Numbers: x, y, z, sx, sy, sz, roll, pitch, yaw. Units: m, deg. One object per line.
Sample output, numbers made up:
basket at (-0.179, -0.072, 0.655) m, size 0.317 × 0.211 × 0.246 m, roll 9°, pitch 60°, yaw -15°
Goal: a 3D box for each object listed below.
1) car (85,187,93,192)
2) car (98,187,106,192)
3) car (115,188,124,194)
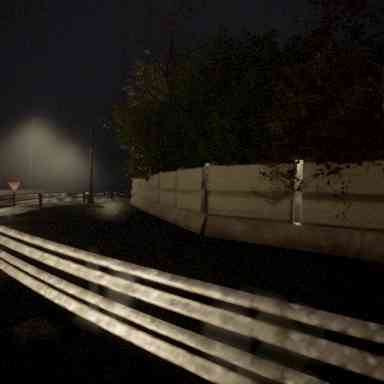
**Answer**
car at (-27.809, -0.438, 89.324) m, size 1.837 × 1.490 × 4.892 m, roll 1°, pitch 1°, yaw -17°
car at (-24.404, -0.519, 90.148) m, size 2.097 × 1.767 × 4.553 m, roll 1°, pitch 1°, yaw -17°
car at (-19.478, -0.285, 89.901) m, size 1.882 × 1.535 × 5.008 m, roll 1°, pitch 1°, yaw -1°
